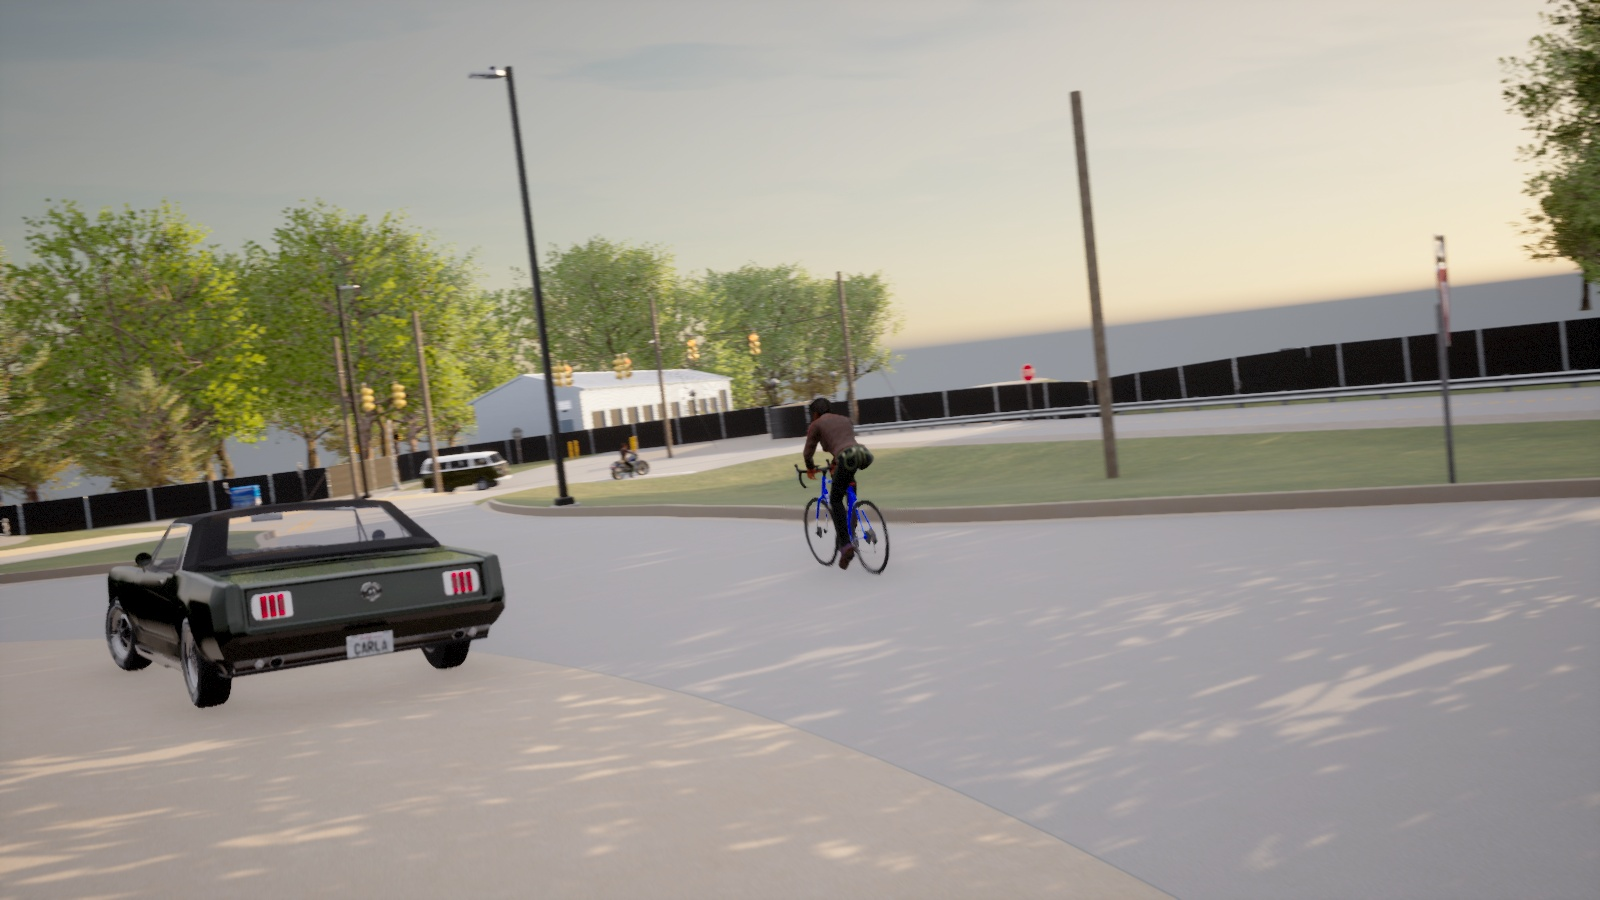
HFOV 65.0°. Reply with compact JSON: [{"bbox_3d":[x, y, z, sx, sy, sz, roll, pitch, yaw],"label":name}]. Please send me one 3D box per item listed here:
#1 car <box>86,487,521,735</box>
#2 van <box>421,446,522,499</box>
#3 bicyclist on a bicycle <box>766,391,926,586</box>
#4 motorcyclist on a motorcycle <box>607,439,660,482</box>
[{"bbox_3d":[-4.073,1.071,9.723,1.895,1.301,4.718,-4,-1,-37],"label":"car"},{"bbox_3d":[-17.369,1.177,66.537,4.480,2.038,2.069,-7,5,9],"label":"van"},{"bbox_3d":[0.386,0.335,11.619,0.582,1.620,1.656,-9,3,-25],"label":"bicyclist on a bicycle"},{"bbox_3d":[-7.407,0.453,55.980,0.766,1.649,2.350,-4,4,35],"label":"motorcyclist on a motorcycle"}]
